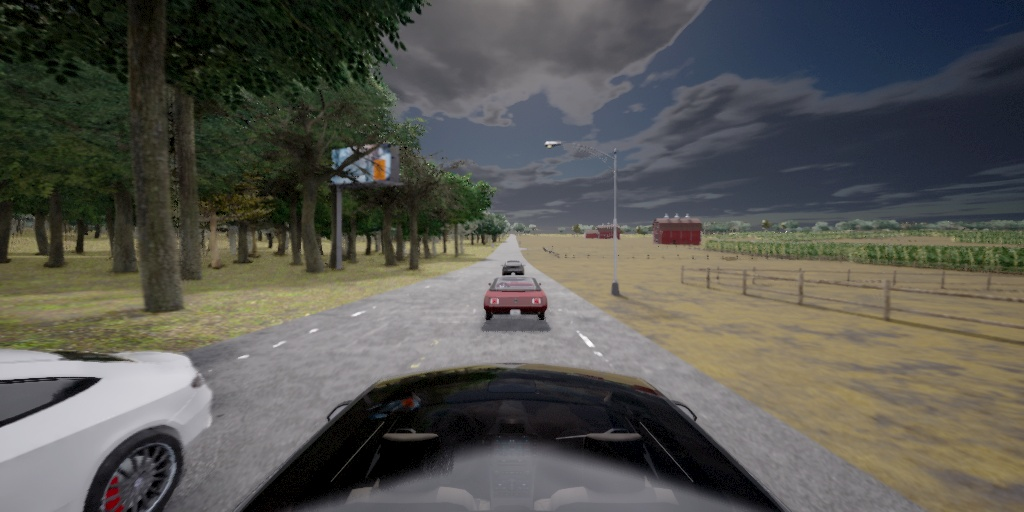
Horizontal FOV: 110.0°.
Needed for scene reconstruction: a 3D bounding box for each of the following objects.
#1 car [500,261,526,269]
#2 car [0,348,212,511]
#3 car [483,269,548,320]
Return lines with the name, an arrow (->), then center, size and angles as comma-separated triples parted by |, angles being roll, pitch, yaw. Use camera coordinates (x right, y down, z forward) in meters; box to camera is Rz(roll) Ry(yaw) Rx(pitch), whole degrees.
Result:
car -> 0.103, 1.133, 30.614 | 1.837, 1.490, 4.892 | 0, 0, 0
car -> -3.594, 1.276, 1.329 | 1.812, 1.442, 4.674 | 0, 0, 0
car -> 0.103, 1.322, 12.503 | 1.895, 1.301, 4.718 | 0, 0, 0
